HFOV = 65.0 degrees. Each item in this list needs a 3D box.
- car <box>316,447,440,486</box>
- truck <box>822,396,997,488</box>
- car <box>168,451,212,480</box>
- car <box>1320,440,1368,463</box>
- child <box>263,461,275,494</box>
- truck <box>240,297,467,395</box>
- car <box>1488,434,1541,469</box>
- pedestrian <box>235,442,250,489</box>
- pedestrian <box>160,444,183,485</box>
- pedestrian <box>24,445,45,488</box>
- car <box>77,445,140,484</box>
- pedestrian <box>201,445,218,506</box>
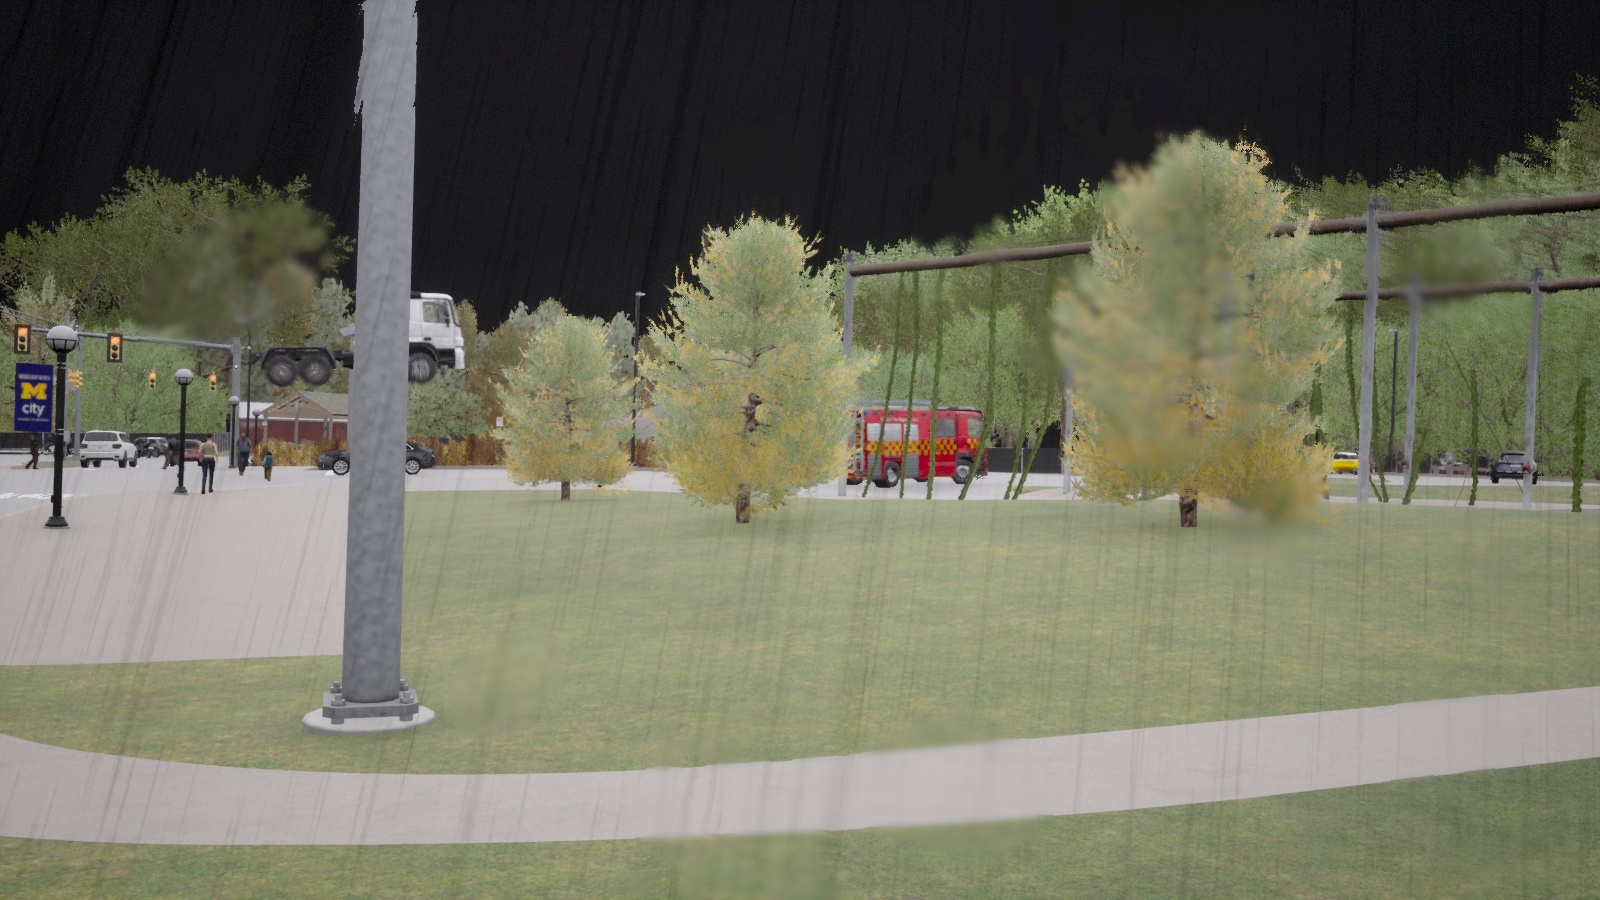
[{"bbox_3d":[-18.053,0.697,53.746,4.892,1.490,1.837,-1,1,-20],"label":"car"},{"bbox_3d":[5.047,-0.440,56.601,8.468,3.827,2.891,-2,1,-43],"label":"truck"},{"bbox_3d":[-36.863,0.901,75.986,1.851,1.617,3.988,-1,1,-19],"label":"car"},{"bbox_3d":[32.992,0.107,76.134,1.481,1.376,2.207,-1,0,-38],"label":"car"},{"bbox_3d":[-19.770,1.022,46.719,0.343,1.192,0.448,0,0,-31],"label":"child"},{"bbox_3d":[-17.322,-4.055,48.915,7.936,3.462,2.891,-4,4,-22],"label":"truck"},{"bbox_3d":[35.557,0.049,62.599,2.033,1.649,4.856,1,1,27],"label":"car"},{"bbox_3d":[-22.376,0.623,50.413,0.540,1.848,0.694,1,0,-23],"label":"pedestrian"},{"bbox_3d":[-29.368,0.684,58.699,0.849,1.883,0.563,1,0,-13],"label":"pedestrian"},{"bbox_3d":[-34.520,0.723,56.651,0.692,1.930,0.395,1,0,-11],"label":"pedestrian"},{"bbox_3d":[-38.546,0.799,70.137,2.150,2.045,5.566,-1,0,-19],"label":"car"},{"bbox_3d":[-17.842,0.764,37.930,0.345,1.836,0.594,1,0,-16],"label":"pedestrian"}]
